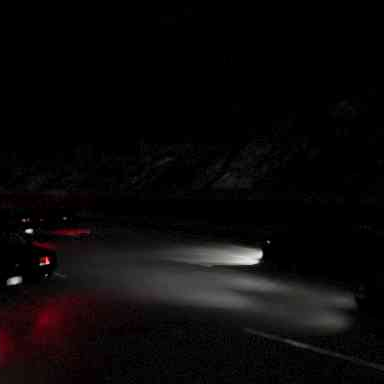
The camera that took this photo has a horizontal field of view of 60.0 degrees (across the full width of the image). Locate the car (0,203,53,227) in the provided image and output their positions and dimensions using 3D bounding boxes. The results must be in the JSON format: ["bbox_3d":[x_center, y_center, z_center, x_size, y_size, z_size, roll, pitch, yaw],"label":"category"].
[{"bbox_3d":[-8.844,1.429,16.060,4.892,1.490,1.837,0,0,42],"label":"car"}]

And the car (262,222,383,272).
[{"bbox_3d":[4.212,1.572,9.738,4.181,1.385,1.994,0,0,37],"label":"car"}]

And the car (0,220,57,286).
[{"bbox_3d":[-5.432,1.557,8.387,4.718,1.301,1.895,0,0,39],"label":"car"}]

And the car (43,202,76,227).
[{"bbox_3d":[-9.262,1.390,21.280,5.008,1.535,1.882,0,0,44],"label":"car"}]

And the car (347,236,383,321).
[{"bbox_3d":[5.020,1.622,4.785,4.718,1.301,1.895,0,0,35],"label":"car"}]
